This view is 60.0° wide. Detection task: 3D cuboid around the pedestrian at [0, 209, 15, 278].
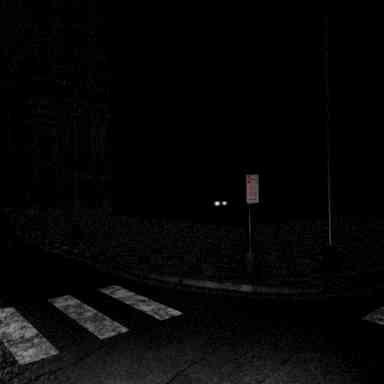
[{"bbox_3d":[-4.906,1.301,8.590,0.375,1.860,0.375,1,-2,-42],"label":"pedestrian"}]
